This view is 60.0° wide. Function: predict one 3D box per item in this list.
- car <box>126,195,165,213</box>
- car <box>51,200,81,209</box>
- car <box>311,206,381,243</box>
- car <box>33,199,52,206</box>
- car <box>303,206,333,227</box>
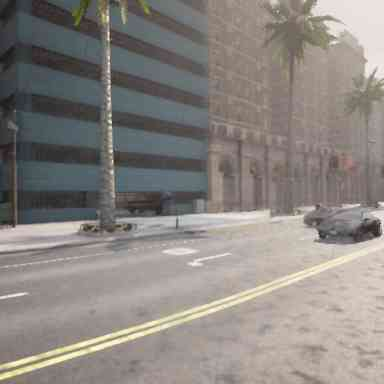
[{"bbox_3d":[-4.935,1.326,38.828,2.435,2.045,5.566,-1,-1,45],"label":"car"},{"bbox_3d":[-18.587,1.910,51.333,1.895,1.301,4.718,-1,-1,45],"label":"car"},{"bbox_3d":[8.088,1.608,16.834,4.674,1.442,1.812,0,-1,-45],"label":"car"},{"bbox_3d":[-26.485,1.957,59.839,2.161,1.482,4.786,-1,-1,45],"label":"car"},{"bbox_3d":[9.870,1.669,23.498,5.357,1.411,2.033,0,-1,-44],"label":"car"}]
